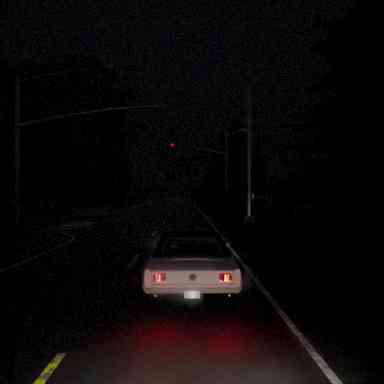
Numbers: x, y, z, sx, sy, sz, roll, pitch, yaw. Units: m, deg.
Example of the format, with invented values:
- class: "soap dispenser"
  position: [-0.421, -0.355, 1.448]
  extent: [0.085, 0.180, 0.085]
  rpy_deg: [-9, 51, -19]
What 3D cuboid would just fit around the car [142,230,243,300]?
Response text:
- class: "car"
  position: [-0.026, 1.601, 8.336]
  extent: [1.895, 1.301, 4.718]
  rpy_deg: [0, 0, -1]
